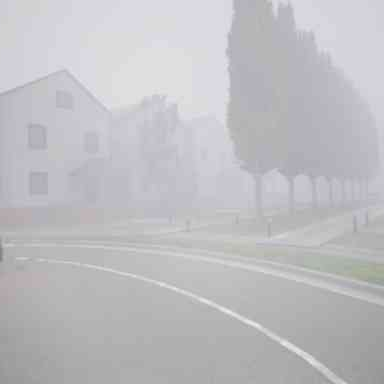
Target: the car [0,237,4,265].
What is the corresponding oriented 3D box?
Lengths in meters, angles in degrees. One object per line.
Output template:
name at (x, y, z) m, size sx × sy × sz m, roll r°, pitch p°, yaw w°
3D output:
car at (-8.088, 1.727, 10.103) m, size 5.008 × 1.535 × 1.882 m, roll -2°, pitch -1°, yaw 21°
